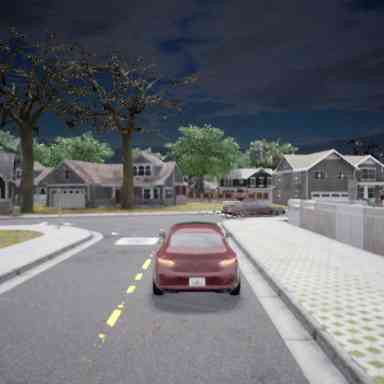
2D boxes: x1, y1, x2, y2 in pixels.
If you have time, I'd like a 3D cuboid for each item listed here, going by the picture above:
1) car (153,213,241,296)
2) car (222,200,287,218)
[{"bbox_3d":[0.095,1.477,8.410,1.812,1.442,4.674,0,0,0],"label":"car"},{"bbox_3d":[5.234,1.415,28.065,5.357,1.411,2.033,0,0,-17],"label":"car"}]
